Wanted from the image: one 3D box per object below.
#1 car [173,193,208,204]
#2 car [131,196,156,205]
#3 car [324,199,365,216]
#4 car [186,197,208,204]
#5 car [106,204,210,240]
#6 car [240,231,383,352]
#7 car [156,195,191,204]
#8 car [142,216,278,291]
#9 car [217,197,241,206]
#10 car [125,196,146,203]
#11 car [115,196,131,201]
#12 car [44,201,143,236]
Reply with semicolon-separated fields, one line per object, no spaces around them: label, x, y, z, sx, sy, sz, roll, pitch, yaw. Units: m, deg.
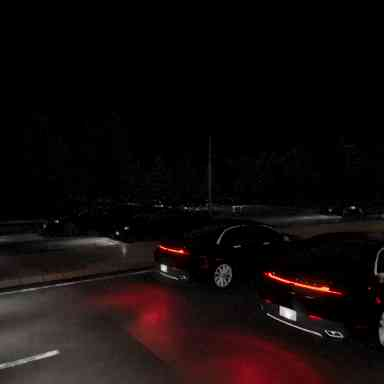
car;-0.105;1.221;52.242;2.150;2.045;5.566;0;0;-36
car;-8.360;1.601;57.968;1.895;1.301;4.718;0;0;-35
car;15.134;1.491;32.957;4.902;1.511;2.128;0;0;-35
car;0.910;1.601;63.065;1.895;1.301;4.718;0;0;-35
car;-1.335;1.547;17.163;5.357;1.411;2.033;0;0;-35
car;3.368;1.505;6.200;4.892;1.490;1.837;0;0;-35
car;-2.869;1.547;50.104;2.033;1.411;5.357;0;0;-35
car;1.336;1.505;9.049;4.892;1.490;1.837;0;0;-35
car;6.124;1.526;55.603;1.812;1.442;4.674;0;0;-35
car;-11.764;1.540;69.062;2.033;1.411;5.357;0;0;-35
car;-14.131;1.491;66.311;2.128;1.511;4.902;0;0;-35
car;-5.538;1.491;18.462;4.902;1.511;2.128;0;0;-35
